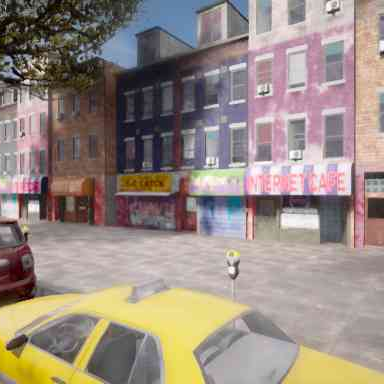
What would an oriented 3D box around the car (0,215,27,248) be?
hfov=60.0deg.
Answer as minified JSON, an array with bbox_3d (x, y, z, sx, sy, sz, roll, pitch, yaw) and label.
[{"bbox_3d":[-4.993,1.313,6.370,5.009,1.841,2.192,0,0,36],"label":"car"}]

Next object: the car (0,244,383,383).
[{"bbox_3d":[-0.616,1.524,3.248,4.829,1.417,1.752,0,0,36],"label":"car"}]
